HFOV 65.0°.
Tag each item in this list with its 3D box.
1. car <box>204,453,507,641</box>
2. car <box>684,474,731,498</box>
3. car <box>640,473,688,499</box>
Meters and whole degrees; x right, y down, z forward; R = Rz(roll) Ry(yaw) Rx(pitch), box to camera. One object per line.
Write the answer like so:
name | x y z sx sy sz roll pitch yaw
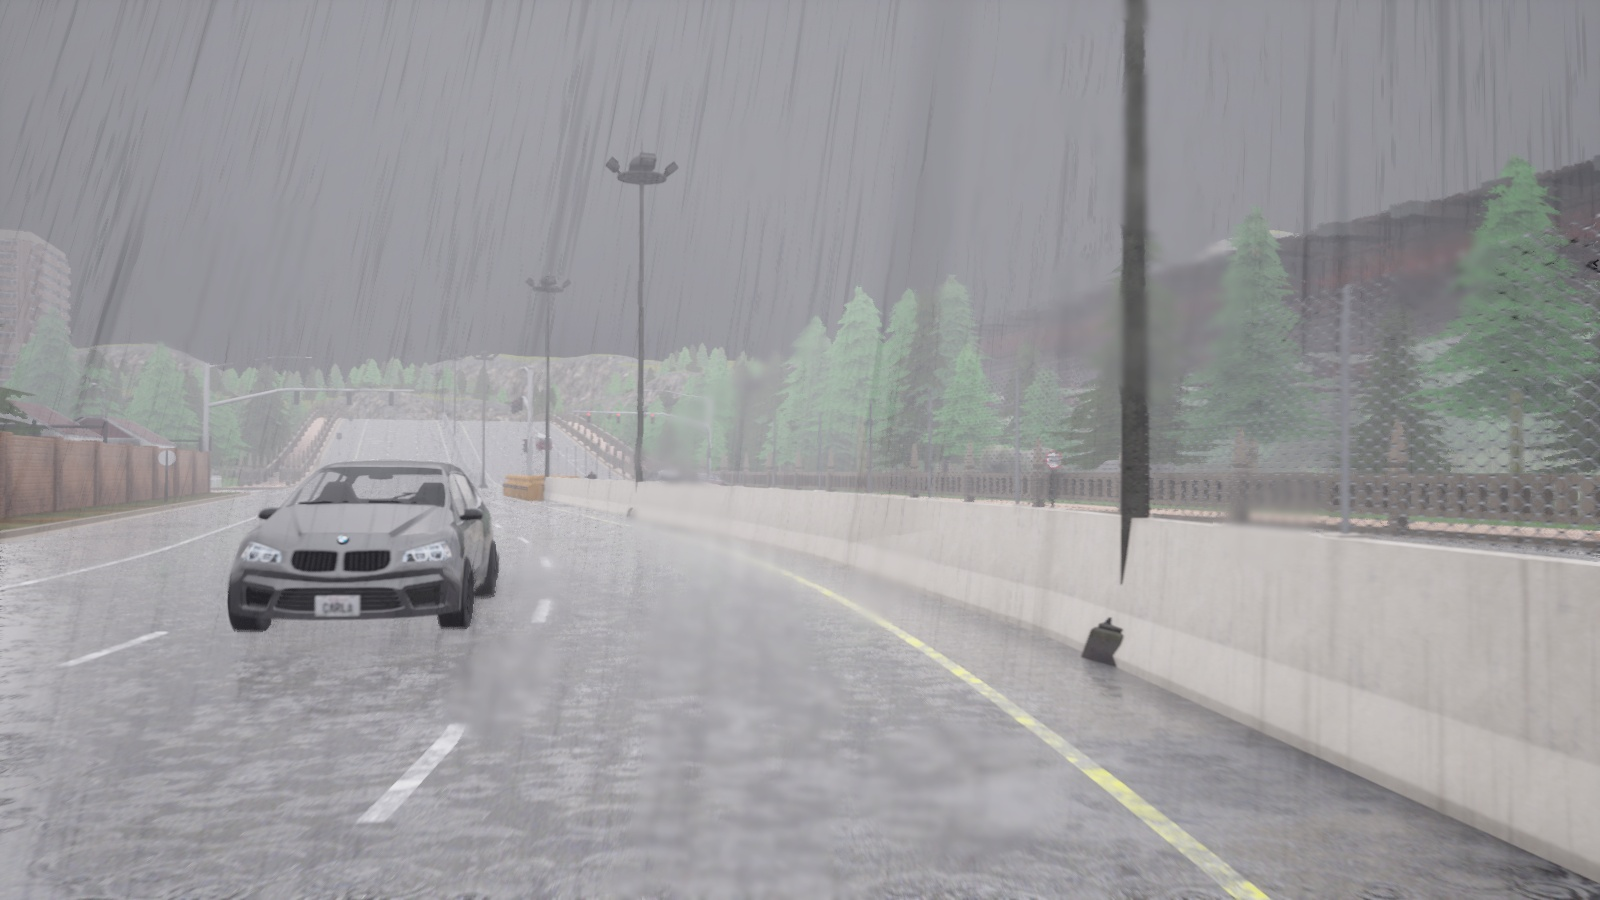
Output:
car | -4.513 0.905 13.588 2.242 1.667 4.611 0 -1 -9
car | -5.777 2.206 77.837 1.994 1.385 4.181 0 -1 -18
car | -7.969 2.080 73.260 1.837 1.490 4.892 0 -1 -18
